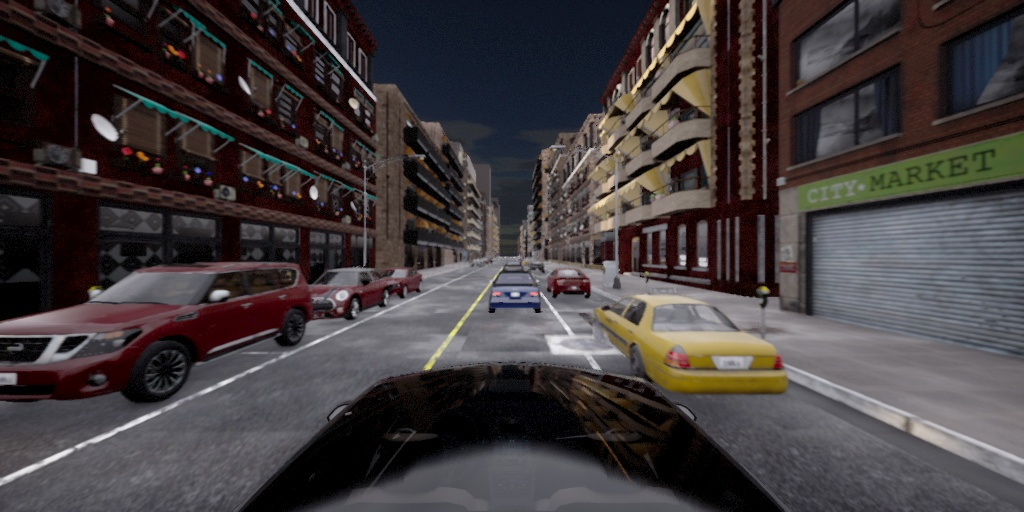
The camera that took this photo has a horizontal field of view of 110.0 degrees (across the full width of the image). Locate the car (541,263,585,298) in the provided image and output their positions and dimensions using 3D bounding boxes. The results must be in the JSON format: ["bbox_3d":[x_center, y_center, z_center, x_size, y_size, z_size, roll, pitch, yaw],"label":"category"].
[{"bbox_3d":[2.694,1.239,17.799,1.888,1.381,4.507,0,0,0],"label":"car"}]

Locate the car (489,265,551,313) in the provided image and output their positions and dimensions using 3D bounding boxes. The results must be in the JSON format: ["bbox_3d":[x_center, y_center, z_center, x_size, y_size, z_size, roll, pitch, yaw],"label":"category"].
[{"bbox_3d":[0.103,1.256,13.816,2.033,1.411,5.357,0,0,0],"label":"car"}]

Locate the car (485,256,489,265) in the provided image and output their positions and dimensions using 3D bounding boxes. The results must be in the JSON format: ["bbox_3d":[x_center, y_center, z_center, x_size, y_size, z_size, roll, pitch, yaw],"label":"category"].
[{"bbox_3d":[-5.669,1.086,62.896,2.007,1.370,4.403,0,0,0],"label":"car"}]

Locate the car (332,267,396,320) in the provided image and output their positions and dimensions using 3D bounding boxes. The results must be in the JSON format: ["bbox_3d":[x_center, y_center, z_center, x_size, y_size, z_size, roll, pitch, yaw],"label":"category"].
[{"bbox_3d":[-5.689,1.154,12.169,1.967,1.591,4.097,0,0,0],"label":"car"}]

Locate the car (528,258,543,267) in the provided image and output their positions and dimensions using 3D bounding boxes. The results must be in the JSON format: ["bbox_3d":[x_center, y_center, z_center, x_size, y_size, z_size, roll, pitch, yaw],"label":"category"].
[{"bbox_3d":[2.704,1.166,40.343,2.007,1.370,4.403,0,0,0],"label":"car"}]

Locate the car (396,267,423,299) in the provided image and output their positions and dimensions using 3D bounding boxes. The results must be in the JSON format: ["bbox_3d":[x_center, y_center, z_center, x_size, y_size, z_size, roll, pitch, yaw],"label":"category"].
[{"bbox_3d":[-5.686,1.240,17.807,1.888,1.381,4.507,0,0,0],"label":"car"}]

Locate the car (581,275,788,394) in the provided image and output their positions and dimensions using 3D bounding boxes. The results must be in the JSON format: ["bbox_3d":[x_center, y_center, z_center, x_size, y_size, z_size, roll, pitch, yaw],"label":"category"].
[{"bbox_3d":[2.690,1.259,6.696,1.751,1.417,4.829,0,0,0],"label":"car"}]

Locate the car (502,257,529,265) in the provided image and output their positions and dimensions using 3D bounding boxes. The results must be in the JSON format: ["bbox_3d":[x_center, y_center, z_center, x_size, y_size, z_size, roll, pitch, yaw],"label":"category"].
[{"bbox_3d":[0.111,1.135,32.494,2.128,1.511,4.902,0,0,0],"label":"car"}]

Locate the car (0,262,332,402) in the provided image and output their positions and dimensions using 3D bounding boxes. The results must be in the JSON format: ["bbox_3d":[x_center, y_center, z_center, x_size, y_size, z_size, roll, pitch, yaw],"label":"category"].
[{"bbox_3d":[-5.690,1.049,6.534,2.192,1.841,5.009,0,0,0],"label":"car"}]

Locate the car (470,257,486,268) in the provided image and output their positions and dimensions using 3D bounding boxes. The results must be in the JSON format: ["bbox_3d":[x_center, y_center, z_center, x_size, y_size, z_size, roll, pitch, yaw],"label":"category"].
[{"bbox_3d":[-5.670,1.106,57.259,2.007,1.370,4.403,0,0,0],"label":"car"}]
